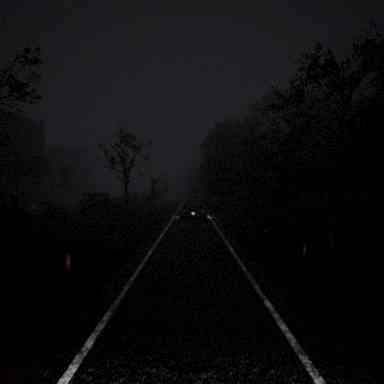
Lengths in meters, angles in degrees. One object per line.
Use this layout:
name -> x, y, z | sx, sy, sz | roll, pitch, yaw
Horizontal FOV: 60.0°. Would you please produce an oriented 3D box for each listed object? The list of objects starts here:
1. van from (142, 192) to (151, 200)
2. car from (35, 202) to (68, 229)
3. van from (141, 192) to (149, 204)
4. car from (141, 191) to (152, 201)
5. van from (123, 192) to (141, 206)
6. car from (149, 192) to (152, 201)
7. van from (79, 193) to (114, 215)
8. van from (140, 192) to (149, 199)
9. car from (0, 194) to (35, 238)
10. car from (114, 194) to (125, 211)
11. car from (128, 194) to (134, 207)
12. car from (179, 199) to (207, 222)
van -> -11.164, 0.988, 81.074 | 1.878, 1.987, 4.442 | 1, -1, -10
car -> -9.069, 1.371, 20.215 | 2.002, 1.452, 4.674 | 0, 0, 0
van -> -9.299, 1.035, 58.844 | 1.878, 1.987, 4.442 | 0, -1, -2
car -> -10.449, 0.977, 75.618 | 2.435, 2.045, 5.566 | 1, -1, -9
van -> -9.126, 1.050, 48.894 | 1.878, 1.987, 4.442 | 0, -1, -3
car -> -9.921, 1.281, 70.081 | 2.002, 1.452, 4.674 | 1, -1, -5
van -> -9.096, 1.093, 31.185 | 1.878, 1.987, 4.442 | 0, 0, 2
van -> -13.220, 0.979, 92.069 | 1.878, 1.987, 4.442 | 1, -1, -15
car -> -9.056, 1.102, 13.469 | 2.435, 2.045, 5.566 | 0, 0, 1
car -> -9.101, 1.290, 36.871 | 2.231, 1.521, 4.892 | 0, -1, -2
car -> -9.111, 1.314, 42.382 | 2.163, 1.488, 4.792 | 0, -1, -2
car -> 0.081, 1.450, 24.785 | 1.994, 1.385, 4.181 | 0, 0, 0
